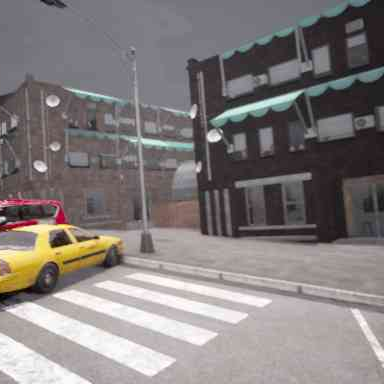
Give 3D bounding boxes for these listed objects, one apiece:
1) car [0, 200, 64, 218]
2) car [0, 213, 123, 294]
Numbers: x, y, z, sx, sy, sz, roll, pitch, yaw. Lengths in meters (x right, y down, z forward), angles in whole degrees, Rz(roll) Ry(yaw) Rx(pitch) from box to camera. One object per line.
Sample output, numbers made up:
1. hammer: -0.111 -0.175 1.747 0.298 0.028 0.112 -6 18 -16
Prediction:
1. car: -6.234 1.284 10.517 2.435 2.045 5.566 0 -1 15
2. car: -3.710 1.522 8.976 1.946 1.575 5.366 0 -1 15
